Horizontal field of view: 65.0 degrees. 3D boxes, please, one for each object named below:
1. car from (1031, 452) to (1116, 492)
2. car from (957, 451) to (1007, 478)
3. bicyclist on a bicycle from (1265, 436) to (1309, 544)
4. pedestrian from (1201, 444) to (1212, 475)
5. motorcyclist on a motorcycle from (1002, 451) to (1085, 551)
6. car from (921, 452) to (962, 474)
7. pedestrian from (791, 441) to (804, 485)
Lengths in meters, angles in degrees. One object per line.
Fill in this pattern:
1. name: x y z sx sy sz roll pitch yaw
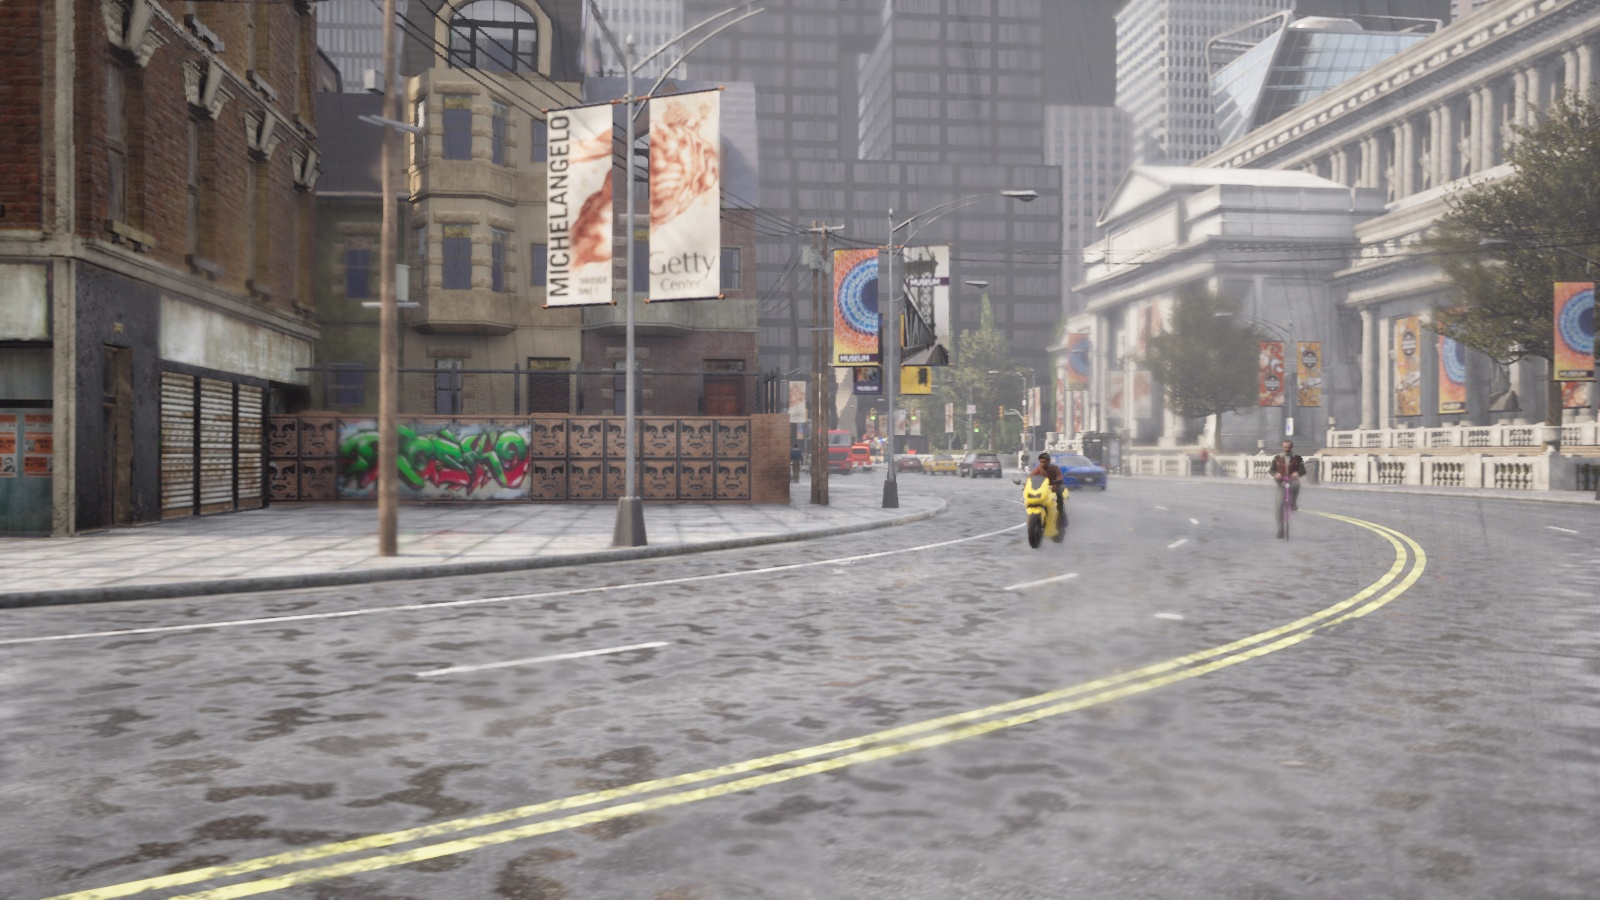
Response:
1. car: 11.110 0.861 51.396 1.882 1.535 5.008 0 0 -6
2. car: 11.578 0.906 80.166 2.033 1.649 4.856 0 0 -6
3. bicyclist on a bicycle: 8.396 0.664 21.598 0.659 1.776 1.843 -1 -1 22
4. pedestrian: 24.238 0.581 74.892 0.331 1.846 0.636 0 0 -13
5. motorcyclist on a motorcycle: 3.930 0.783 20.138 0.797 1.523 2.044 -1 0 26
6. car: 10.327 0.957 91.970 1.801 1.575 5.366 0 0 -6
7. pedestrian: -0.112 0.588 56.939 0.423 1.949 0.788 0 0 -13
